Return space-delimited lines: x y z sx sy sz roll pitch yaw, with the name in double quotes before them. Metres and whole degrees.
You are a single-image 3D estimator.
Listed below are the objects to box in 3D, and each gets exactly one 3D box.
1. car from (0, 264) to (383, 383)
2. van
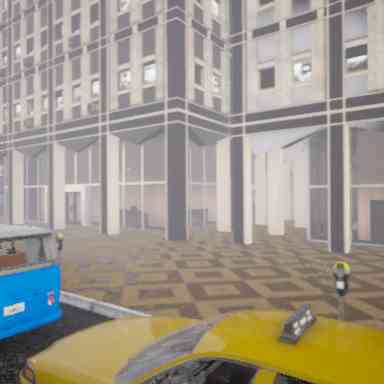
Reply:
"car" 0.533 1.535 2.491 4.829 1.417 1.752 -1 0 35
"van" -3.971 1.410 5.698 3.998 1.788 1.690 -1 0 35
